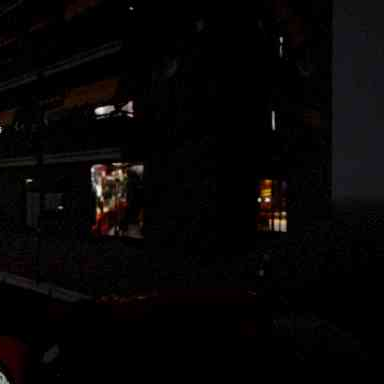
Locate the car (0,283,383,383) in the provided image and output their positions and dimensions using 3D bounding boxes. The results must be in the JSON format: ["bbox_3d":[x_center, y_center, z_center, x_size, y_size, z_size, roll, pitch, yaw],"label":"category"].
[{"bbox_3d":[-0.136,1.550,2.960,4.507,1.381,1.887,0,0,35],"label":"car"}]
